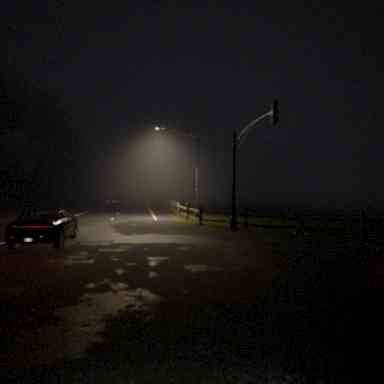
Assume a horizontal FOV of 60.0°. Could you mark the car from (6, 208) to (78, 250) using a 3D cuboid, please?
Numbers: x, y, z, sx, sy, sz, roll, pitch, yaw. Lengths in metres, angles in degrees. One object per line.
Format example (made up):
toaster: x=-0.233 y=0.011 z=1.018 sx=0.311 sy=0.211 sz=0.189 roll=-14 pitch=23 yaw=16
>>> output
car: x=-6.081 y=1.434 z=13.971 sx=2.128 sy=1.511 sz=4.902 roll=1 pitch=0 yaw=-9

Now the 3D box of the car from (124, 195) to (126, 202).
car: x=-15.404 y=1.364 z=72.610 sx=1.837 sy=1.490 sz=4.892 roll=1 pitch=0 yaw=-9

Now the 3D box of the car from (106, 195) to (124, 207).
car: x=-11.733 y=1.443 z=49.904 sx=2.033 sy=1.411 sz=5.357 roll=1 pitch=0 yaw=-9
